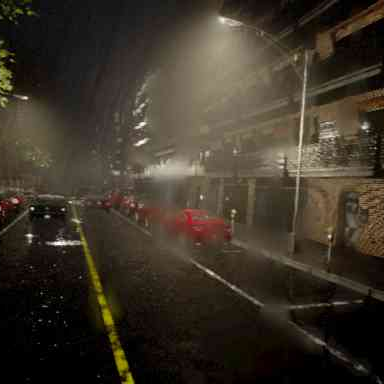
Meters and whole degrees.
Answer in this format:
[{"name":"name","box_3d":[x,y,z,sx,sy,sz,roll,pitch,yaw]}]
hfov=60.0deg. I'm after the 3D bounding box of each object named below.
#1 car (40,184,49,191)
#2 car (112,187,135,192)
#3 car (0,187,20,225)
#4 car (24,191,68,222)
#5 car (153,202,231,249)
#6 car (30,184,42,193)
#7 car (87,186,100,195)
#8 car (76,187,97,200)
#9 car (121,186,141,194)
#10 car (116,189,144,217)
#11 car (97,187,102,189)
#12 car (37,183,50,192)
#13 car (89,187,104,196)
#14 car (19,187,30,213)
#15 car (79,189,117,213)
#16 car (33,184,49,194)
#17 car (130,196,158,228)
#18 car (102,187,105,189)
[{"name":"car","box_3d":[-21.798,-0.397,47.315,1.752,1.417,4.829,3,1,-21]},{"name":"car","box_3d":[-6.002,0.595,29.445,2.192,1.841,5.009,3,1,-21]},{"name":"car","box_3d":[-9.804,0.628,15.933,1.967,1.590,4.097,3,1,-21]},{"name":"car","box_3d":[-8.039,0.870,18.816,1.895,1.301,4.718,3,1,-21]},{"name":"car","box_3d":[0.009,1.385,13.679,1.887,1.381,4.507,3,1,-21]},{"name":"car","box_3d":[-15.835,0.179,31.704,2.008,1.369,4.403,3,1,-21]},{"name":"car","box_3d":[-18.126,-0.308,61.148,1.752,1.417,4.829,3,1,-21]},{"name":"car","box_3d":[-13.176,0.174,40.834,1.882,1.535,5.008,3,1,-20]},{"name":"car","box_3d":[-16.582,-0.447,90.461,5.009,1.841,2.192,5,-1,-21]},{"name":"car","box_3d":[-4.001,0.907,24.190,1.967,1.590,4.097,3,1,-21]},{"name":"car","box_3d":[-14.043,-0.022,50.473,1.967,1.590,4.097,3,1,-21]},{"name":"car","box_3d":[-25.815,-0.763,57.828,1.752,1.417,4.829,3,1,-21]},{"name":"car","box_3d":[-16.059,-0.080,55.732,1.947,1.339,4.313,3,1,-21]},{"name":"car","box_3d":[-11.812,0.442,21.188,1.967,1.590,4.097,3,1,-21]},{"name":"car","box_3d":[-7.463,0.773,25.935,2.033,1.411,5.357,3,1,-21]},{"name":"car","box_3d":[-23.868,-0.560,52.730,2.008,1.369,4.403,3,1,-21]},{"name":"car","box_3d":[-2.000,1.198,18.936,1.887,1.381,4.507,3,1,-21]},{"name":"car","box_3d":[-8.018,0.533,34.704,1.967,1.590,4.097,3,1,-21]}]
